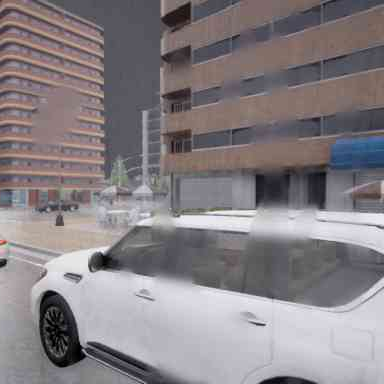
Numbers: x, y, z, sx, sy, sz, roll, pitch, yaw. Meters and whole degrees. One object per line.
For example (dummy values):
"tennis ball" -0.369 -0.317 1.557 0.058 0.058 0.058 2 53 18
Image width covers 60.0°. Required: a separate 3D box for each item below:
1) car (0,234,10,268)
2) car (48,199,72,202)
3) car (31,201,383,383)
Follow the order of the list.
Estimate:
"car" -7.210 1.526 10.162 4.674 1.442 1.812 0 0 40
"car" -15.467 1.560 38.181 1.837 1.490 4.892 0 0 40
"car" 0.269 1.221 3.999 5.566 2.045 2.150 0 0 39
